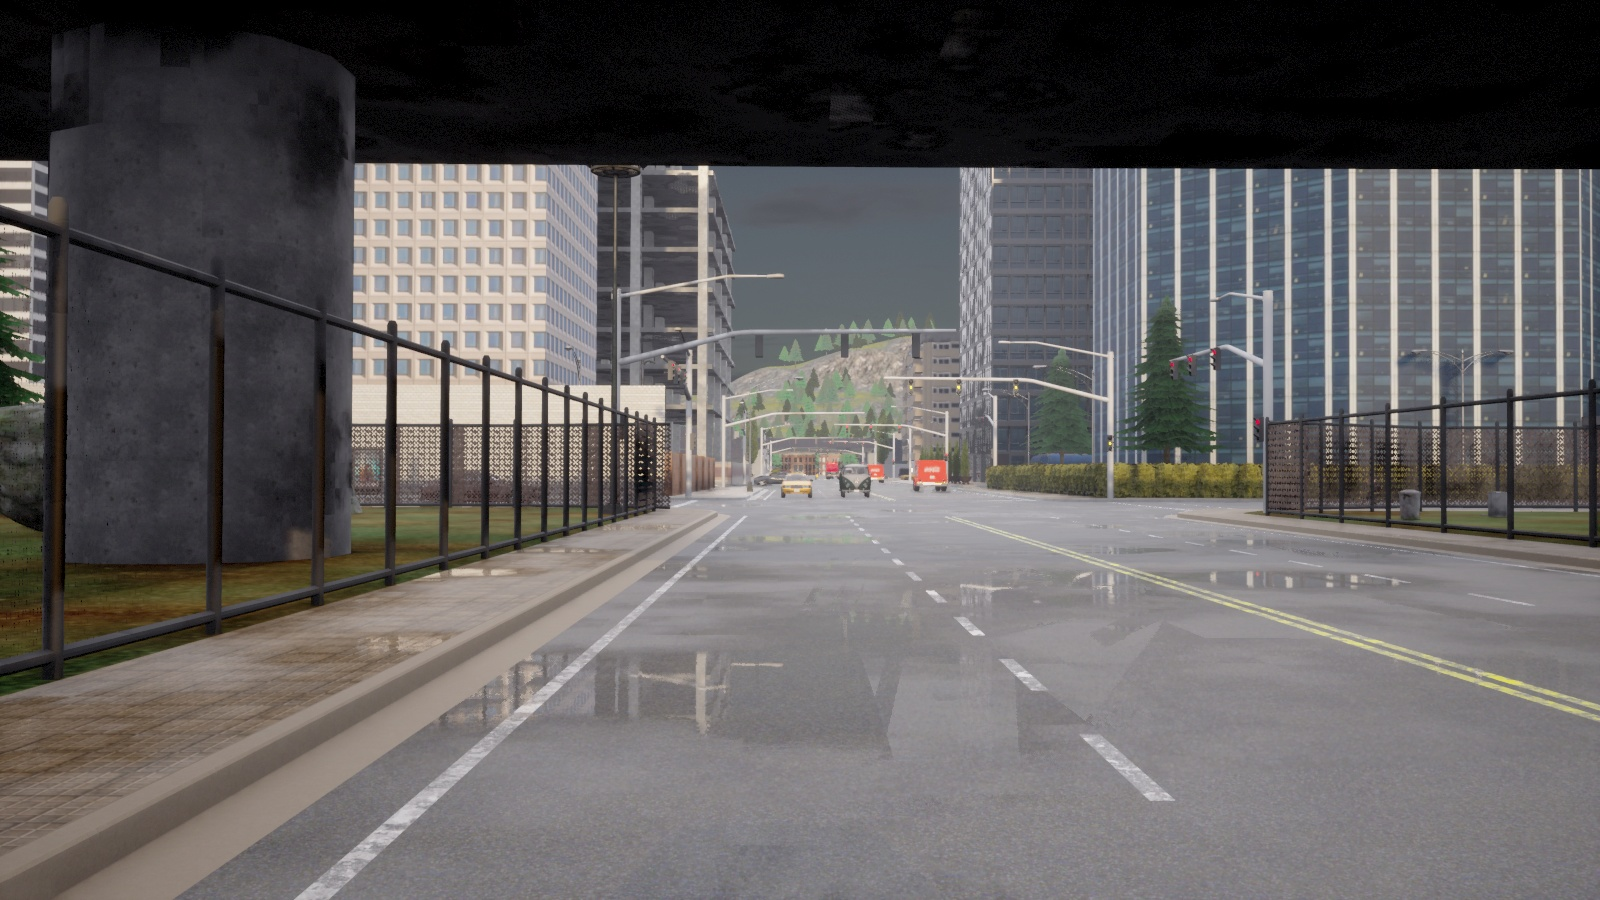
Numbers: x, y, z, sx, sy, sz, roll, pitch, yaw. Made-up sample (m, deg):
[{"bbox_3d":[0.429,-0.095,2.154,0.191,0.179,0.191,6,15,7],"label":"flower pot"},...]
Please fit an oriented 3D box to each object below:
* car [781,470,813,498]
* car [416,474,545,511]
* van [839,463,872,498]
[{"bbox_3d":[-0.175,1.995,74.092,1.801,1.575,5.366,0,-1,0],"label":"car"},{"bbox_3d":[-12.717,1.676,50.171,4.674,1.442,1.812,0,-1,0],"label":"car"},{"bbox_3d":[3.321,1.820,75.588,1.775,1.987,4.442,0,-1,0],"label":"van"}]
